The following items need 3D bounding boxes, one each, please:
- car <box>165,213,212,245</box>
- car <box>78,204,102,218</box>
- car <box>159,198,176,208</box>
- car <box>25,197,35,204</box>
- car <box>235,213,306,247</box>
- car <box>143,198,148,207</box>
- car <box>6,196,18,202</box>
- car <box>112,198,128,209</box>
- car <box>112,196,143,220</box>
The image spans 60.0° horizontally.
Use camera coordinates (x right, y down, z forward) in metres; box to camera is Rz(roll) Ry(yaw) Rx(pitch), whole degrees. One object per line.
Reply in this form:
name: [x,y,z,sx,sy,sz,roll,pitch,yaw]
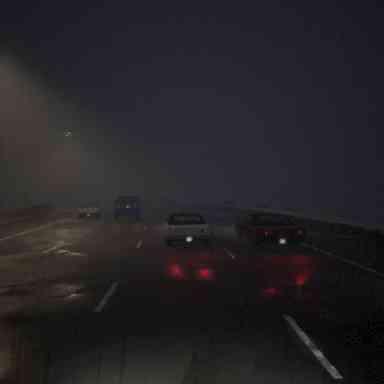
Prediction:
car: [-0.345,1.639,15.797,1.895,1.301,4.718,-1,0,-6]
car: [-9.808,1.782,32.307,1.895,1.301,4.718,-1,0,-12]
car: [-3.871,1.647,51.297,2.128,1.511,4.902,0,0,-18]
car: [-34.115,1.786,70.172,1.882,1.535,5.008,-1,0,-26]
car: [3.259,1.597,14.938,1.895,1.301,4.718,-1,0,-5]
car: [-8.321,1.736,53.839,1.812,1.442,4.674,0,0,-19]
car: [-38.160,1.697,70.403,1.837,1.490,4.892,-1,0,-28]
car: [-11.098,1.742,51.080,1.837,1.490,4.892,1,0,-18]
car: [-5.903,1.355,30.457,2.150,2.045,5.566,0,0,-11]
